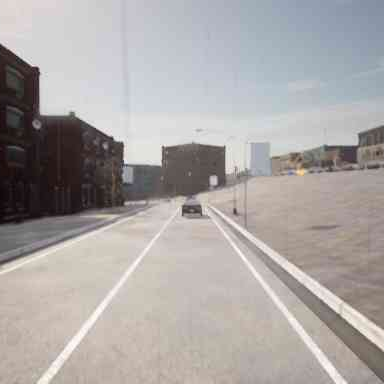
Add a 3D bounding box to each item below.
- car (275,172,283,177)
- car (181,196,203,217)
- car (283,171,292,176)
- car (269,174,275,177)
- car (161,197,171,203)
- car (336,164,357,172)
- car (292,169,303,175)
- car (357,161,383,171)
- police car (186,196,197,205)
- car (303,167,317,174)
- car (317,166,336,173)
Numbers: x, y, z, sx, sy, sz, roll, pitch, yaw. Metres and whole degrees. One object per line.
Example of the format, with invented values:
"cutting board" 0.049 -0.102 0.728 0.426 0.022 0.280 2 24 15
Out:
"car" 21.855 -4.055 77.676 2.231 1.521 4.892 0 1 -1
"car" -0.002 1.447 30.929 1.882 1.535 5.008 0 0 0
"car" 22.088 -3.913 72.134 2.002 1.452 4.674 0 1 -3
"car" 21.726 -4.140 83.193 2.231 1.521 4.892 0 1 -1
"car" -5.776 1.831 74.111 1.895 1.301 4.718 0 -1 -12
"car" 24.233 -3.480 49.927 2.002 1.452 4.674 0 1 -7
"car" 22.441 -3.845 66.597 2.097 1.535 5.008 0 1 -4
"car" 25.038 -3.413 44.566 2.231 1.521 4.892 0 1 -9
"police car" -0.161 1.501 63.173 1.930 1.638 5.238 0 -1 -2
"car" 22.910 -3.863 61.091 2.185 1.767 4.553 0 1 -5
"car" 23.530 -3.597 55.401 2.163 1.488 4.792 0 1 -6
